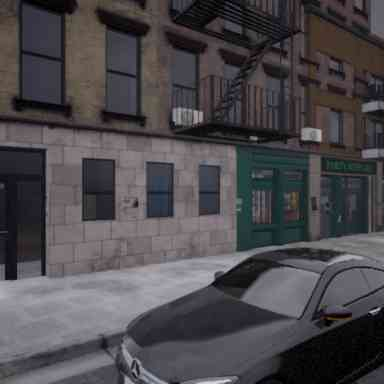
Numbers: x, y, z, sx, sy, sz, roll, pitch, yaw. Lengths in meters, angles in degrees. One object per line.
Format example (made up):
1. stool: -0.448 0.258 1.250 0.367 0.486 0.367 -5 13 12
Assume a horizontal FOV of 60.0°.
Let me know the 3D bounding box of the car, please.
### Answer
1. car: 1.362 1.526 4.341 4.674 1.442 1.812 0 0 -35
